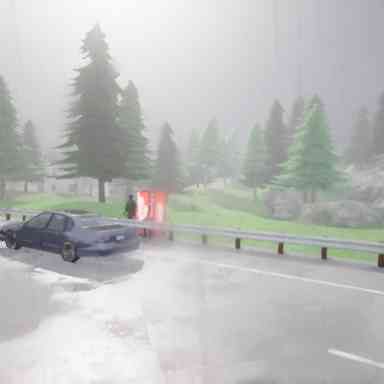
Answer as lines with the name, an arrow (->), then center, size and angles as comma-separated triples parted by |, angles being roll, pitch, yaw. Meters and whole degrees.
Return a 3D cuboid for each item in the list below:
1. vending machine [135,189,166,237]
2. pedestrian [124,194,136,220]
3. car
vending machine -> -1.921, 0.928, 15.428 | 0.880, 2.100, 1.100 | 2, 1, 33
pedestrian -> -2.835, 1.010, 15.265 | 0.375, 1.860, 0.375 | 2, 1, 33
car -> -4.153, 1.301, 10.954 | 5.357, 1.411, 2.033 | 2, 1, 33
